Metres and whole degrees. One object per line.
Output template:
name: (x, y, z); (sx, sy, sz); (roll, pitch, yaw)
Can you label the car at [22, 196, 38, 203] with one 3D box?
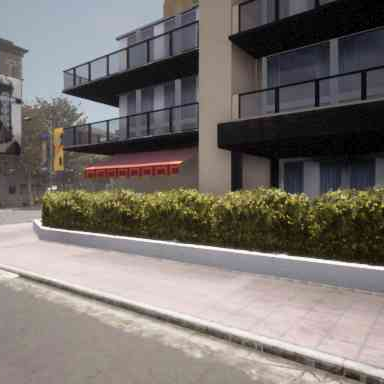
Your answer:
car: (-34.570, 1.481, 68.227); (4.892, 1.521, 2.231); (0, 0, 37)
